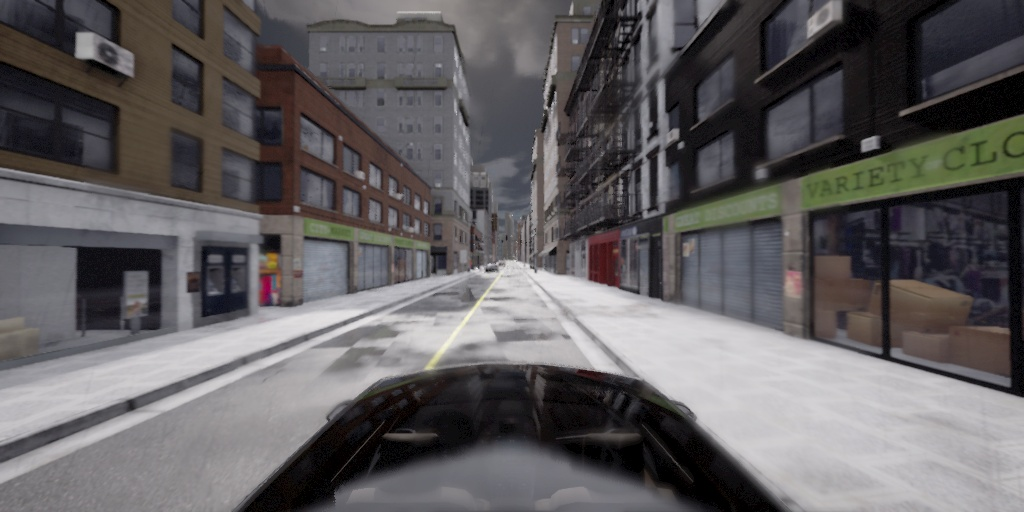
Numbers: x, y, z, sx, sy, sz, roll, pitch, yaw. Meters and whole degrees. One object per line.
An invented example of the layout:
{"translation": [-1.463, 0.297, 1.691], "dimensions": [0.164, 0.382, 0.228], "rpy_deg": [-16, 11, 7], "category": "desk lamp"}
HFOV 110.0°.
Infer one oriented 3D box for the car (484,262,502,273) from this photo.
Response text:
{"translation": [-3.062, 1.826, 54.807], "dimensions": [1.994, 1.385, 4.181], "rpy_deg": [0, -1, 1], "category": "car"}
